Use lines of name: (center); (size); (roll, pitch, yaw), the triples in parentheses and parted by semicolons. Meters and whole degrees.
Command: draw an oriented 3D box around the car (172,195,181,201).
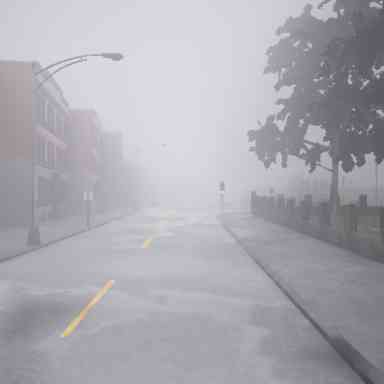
car: (-3.957, 1.567, 84.820); (2.097, 1.767, 4.553); (0, 0, 0)
